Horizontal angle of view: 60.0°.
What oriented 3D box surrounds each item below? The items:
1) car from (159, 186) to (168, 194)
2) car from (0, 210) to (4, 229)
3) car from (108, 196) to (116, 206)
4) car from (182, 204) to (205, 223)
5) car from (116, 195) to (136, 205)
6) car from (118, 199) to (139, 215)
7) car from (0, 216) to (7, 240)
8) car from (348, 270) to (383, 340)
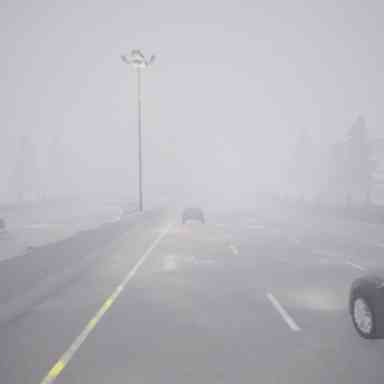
[{"bbox_3d":[-6.962,-0.511,81.379,2.097,1.767,4.553,0,6,0],"label":"car"},{"bbox_3d":[-14.089,1.851,20.912,1.895,1.301,4.718,0,-1,0],"label":"car"},{"bbox_3d":[-14.002,1.510,61.103,2.097,1.767,4.553,0,3,0],"label":"car"},{"bbox_3d":[0.106,1.842,29.473,2.128,1.511,4.902,0,-1,0],"label":"car"},{"bbox_3d":[-10.517,1.638,55.081,2.150,2.045,5.566,0,2,1],"label":"car"},{"bbox_3d":[-7.059,1.982,39.843,1.837,1.490,4.892,0,-1,0],"label":"car"},{"bbox_3d":[-10.587,1.533,15.222,2.097,1.767,4.553,0,-1,0],"label":"car"},{"bbox_3d":[3.601,1.529,3.801,1.837,1.490,4.892,0,-1,0],"label":"car"}]
